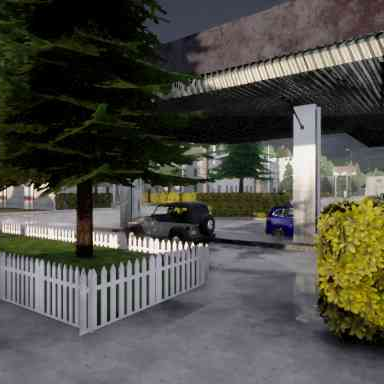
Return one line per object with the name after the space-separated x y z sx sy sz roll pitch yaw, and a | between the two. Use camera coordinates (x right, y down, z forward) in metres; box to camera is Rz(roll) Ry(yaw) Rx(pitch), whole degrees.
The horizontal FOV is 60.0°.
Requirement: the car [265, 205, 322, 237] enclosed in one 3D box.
5.896 1.480 15.932 4.611 1.667 2.242 0 0 35 | car

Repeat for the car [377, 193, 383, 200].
25.852 1.077 43.466 1.905 1.878 3.866 0 0 35 | car

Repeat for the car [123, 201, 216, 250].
-0.905 1.313 13.783 3.866 1.878 1.905 0 0 35 | car

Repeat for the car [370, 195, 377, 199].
33.116 1.298 60.206 2.007 1.523 4.514 0 0 35 | car
